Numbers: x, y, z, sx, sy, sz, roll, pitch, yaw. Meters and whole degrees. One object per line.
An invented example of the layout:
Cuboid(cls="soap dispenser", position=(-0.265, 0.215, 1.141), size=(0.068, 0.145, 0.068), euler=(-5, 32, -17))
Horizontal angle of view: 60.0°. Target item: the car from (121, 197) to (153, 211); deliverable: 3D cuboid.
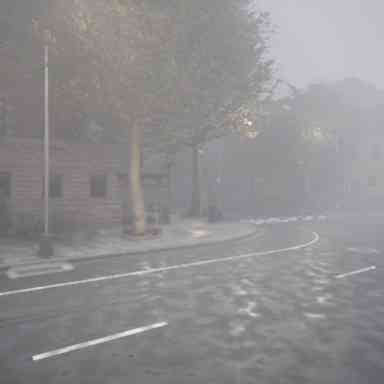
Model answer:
Cuboid(cls="car", position=(-7.348, 1.476, 41.106), size=(2.231, 1.521, 4.892), euler=(0, 0, -35))

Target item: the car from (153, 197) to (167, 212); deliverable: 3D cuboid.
Cuboid(cls="car", position=(-5.070, 1.497, 44.008), size=(1.837, 1.490, 4.892), euler=(0, 0, -35))
